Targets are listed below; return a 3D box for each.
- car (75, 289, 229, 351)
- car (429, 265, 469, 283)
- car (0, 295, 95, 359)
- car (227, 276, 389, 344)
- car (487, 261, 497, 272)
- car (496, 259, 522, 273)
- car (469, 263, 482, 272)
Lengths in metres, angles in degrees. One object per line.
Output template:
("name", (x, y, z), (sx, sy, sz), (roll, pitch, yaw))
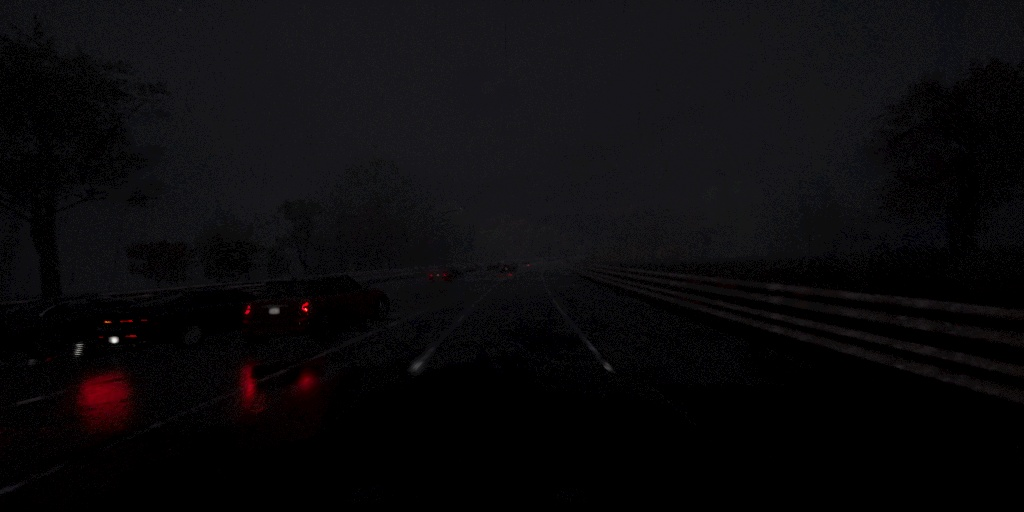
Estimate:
("car", (-9.165, 1.738, 10.914), (1.837, 1.490, 4.892), (-3, 0, 7))
("car", (-6.073, 1.709, 33.690), (2.033, 1.411, 5.357), (-3, 0, 9))
("car", (-12.708, 1.925, 10.757), (2.128, 1.511, 4.902), (-3, 0, 7))
("car", (-5.647, 1.383, 11.016), (2.097, 1.767, 4.553), (-3, 0, 7))
("car", (-2.503, 1.540, 55.266), (1.882, 1.535, 5.008), (-3, 0, 10))
("car", (-0.319, 1.423, 47.418), (1.812, 1.442, 4.674), (-3, 0, 10))
("car", (-6.036, 1.829, 55.297), (1.994, 1.385, 4.181), (-3, 0, 10))
